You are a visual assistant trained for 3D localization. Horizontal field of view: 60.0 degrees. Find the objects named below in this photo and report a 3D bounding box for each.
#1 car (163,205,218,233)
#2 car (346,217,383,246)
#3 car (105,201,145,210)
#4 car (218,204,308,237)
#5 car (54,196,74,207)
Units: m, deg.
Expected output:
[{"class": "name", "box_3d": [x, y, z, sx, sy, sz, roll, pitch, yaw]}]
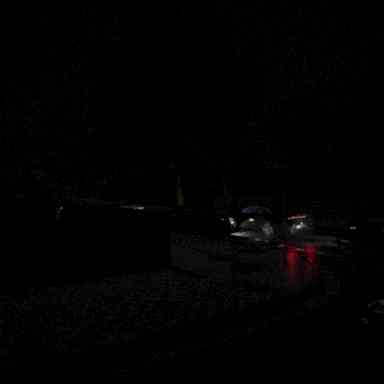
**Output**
[{"class": "car", "box_3d": [-0.053, 1.440, 18.238, 4.181, 1.385, 1.994, 0, 1, 13]}, {"class": "car", "box_3d": [8.732, 1.429, 13.344, 4.674, 1.442, 1.812, 1, 2, 24]}, {"class": "car", "box_3d": [-5.739, 1.392, 27.910, 1.895, 1.301, 4.718, -1, 1, -35]}, {"class": "car", "box_3d": [3.698, 1.350, 17.235, 2.128, 1.511, 4.902, -1, 1, -28]}, {"class": "car", "box_3d": [-17.373, 1.204, 44.977, 2.033, 1.411, 5.357, -1, 1, -32]}]
